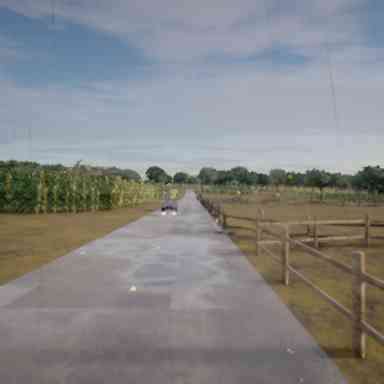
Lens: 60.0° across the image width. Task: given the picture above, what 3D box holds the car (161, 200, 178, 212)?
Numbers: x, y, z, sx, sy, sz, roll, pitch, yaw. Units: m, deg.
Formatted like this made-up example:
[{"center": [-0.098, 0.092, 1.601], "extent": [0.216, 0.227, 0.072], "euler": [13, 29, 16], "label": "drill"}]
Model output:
[{"center": [-2.755, 1.719, 41.719], "extent": [1.994, 1.385, 4.181], "euler": [0, 0, 0], "label": "car"}]
